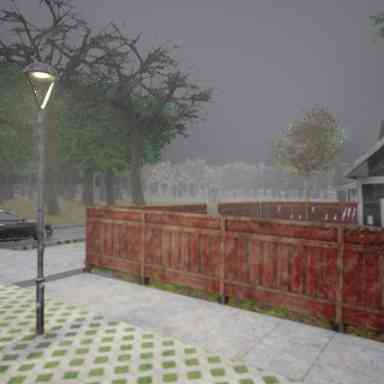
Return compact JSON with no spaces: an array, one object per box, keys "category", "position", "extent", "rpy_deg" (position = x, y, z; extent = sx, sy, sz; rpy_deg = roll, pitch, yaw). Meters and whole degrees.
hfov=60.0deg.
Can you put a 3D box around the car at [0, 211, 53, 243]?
[{"category":"car","position":[-7.812,1.456,13.239],"extent":[1.812,1.442,4.674],"rpy_deg":[-2,-2,25]}]
